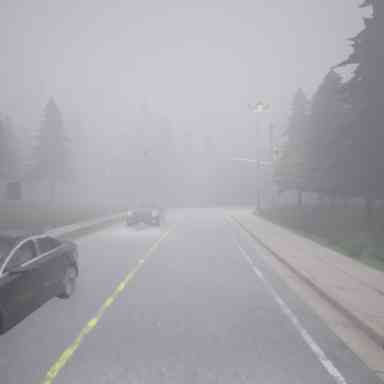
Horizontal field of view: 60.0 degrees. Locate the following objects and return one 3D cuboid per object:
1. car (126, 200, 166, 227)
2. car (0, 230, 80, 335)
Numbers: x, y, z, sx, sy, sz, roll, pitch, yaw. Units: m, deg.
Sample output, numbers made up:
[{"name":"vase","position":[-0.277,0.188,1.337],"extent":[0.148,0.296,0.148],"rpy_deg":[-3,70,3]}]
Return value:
[{"name":"car","position":[-3.022,1.348,22.617],"extent":[2.097,1.767,4.553],"rpy_deg":[0,0,2]},{"name":"car","position":[-3.506,1.489,5.729],"extent":[2.128,1.511,4.902],"rpy_deg":[0,0,1]}]
